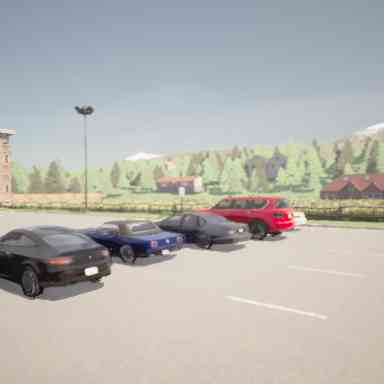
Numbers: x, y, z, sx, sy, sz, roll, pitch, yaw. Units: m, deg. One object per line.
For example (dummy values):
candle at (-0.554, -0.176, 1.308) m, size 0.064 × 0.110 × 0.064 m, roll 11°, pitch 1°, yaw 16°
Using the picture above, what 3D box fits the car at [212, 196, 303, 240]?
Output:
car at (2.425, 1.223, 17.025) m, size 5.566 × 2.045 × 2.150 m, roll -1°, pitch 0°, yaw 38°

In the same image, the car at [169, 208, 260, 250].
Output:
car at (-0.059, 1.581, 14.523) m, size 5.357 × 1.411 × 2.033 m, roll -1°, pitch 0°, yaw 38°

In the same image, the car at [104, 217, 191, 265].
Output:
car at (-2.590, 1.666, 12.054) m, size 4.718 × 1.301 × 1.895 m, roll -1°, pitch 0°, yaw 38°

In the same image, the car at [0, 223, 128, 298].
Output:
car at (-4.034, 1.605, 8.733) m, size 4.674 × 1.442 × 1.812 m, roll -1°, pitch 0°, yaw 37°

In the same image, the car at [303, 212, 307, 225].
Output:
car at (4.429, 1.504, 19.885) m, size 4.674 × 1.442 × 1.812 m, roll -1°, pitch 0°, yaw 37°
